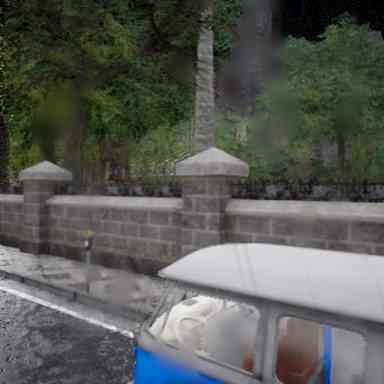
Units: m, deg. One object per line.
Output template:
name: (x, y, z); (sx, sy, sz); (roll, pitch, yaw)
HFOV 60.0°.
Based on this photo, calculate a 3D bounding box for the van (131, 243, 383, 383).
van: (1.376, 1.342, 1.982); (3.998, 1.788, 1.690); (1, 0, 36)
